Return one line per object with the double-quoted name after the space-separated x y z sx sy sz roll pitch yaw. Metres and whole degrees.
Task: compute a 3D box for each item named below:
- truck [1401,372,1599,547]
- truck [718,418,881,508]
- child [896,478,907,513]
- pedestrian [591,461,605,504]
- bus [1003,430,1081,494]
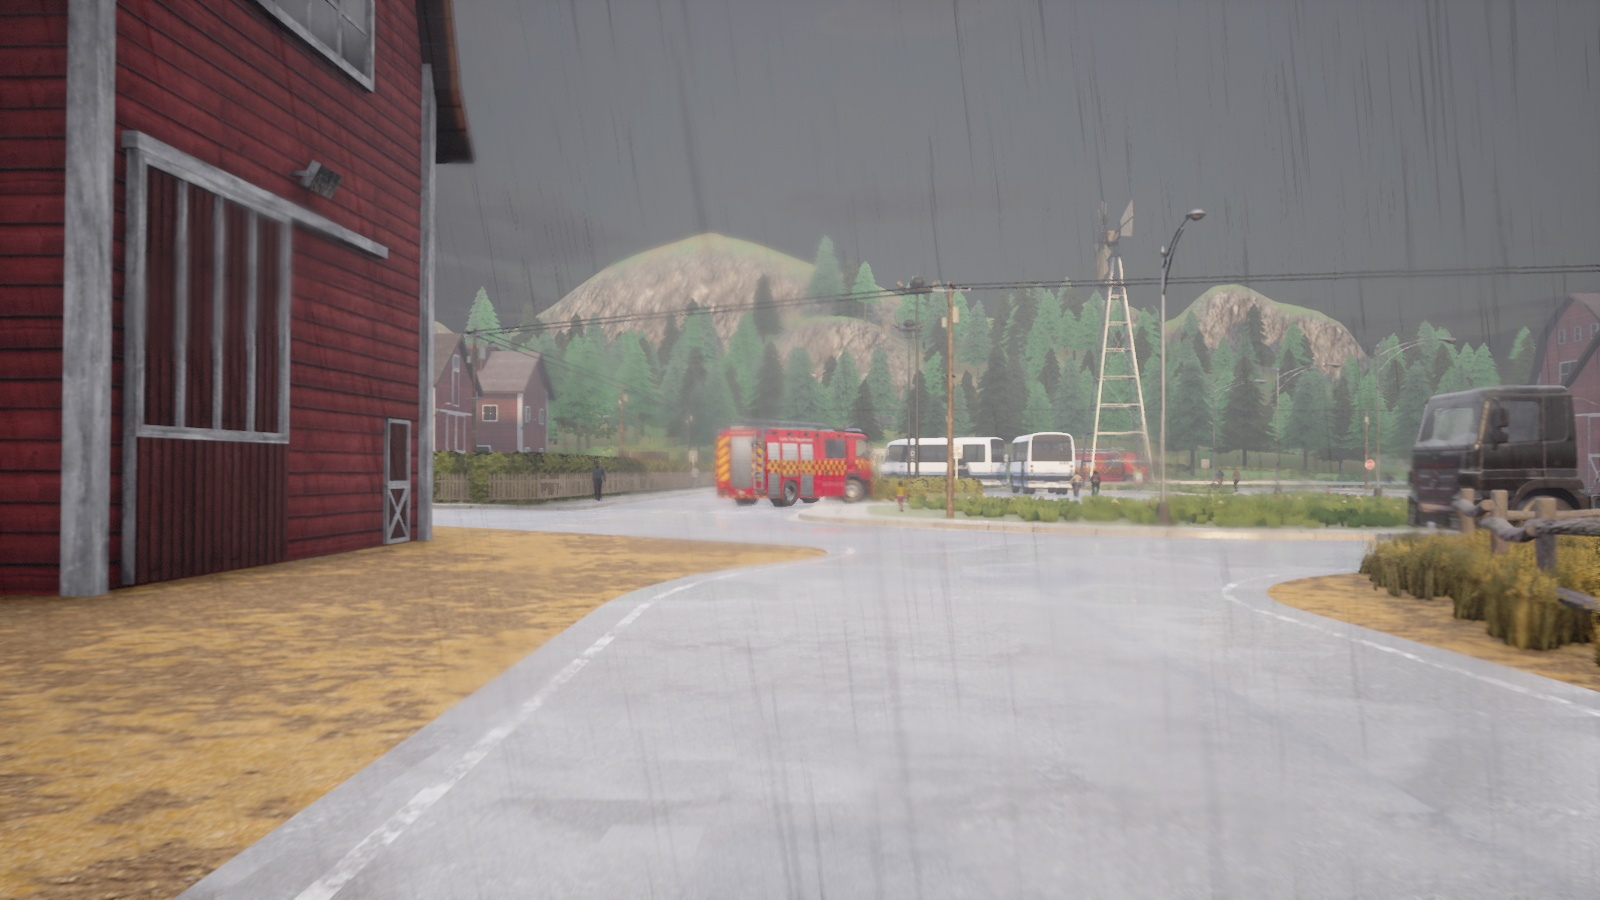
17.285 0.205 26.311 7.936 3.462 2.891 0 -1 3 "truck"
0.132 0.611 57.439 2.891 3.827 8.468 -1 -1 37 "truck"
3.404 1.523 42.199 0.299 1.160 0.473 0 -1 -3 "child"
-9.165 1.461 57.003 0.423 1.949 0.788 0 -1 5 "pedestrian"
17.142 0.874 89.882 3.944 4.253 10.273 0 -1 2 "bus"
